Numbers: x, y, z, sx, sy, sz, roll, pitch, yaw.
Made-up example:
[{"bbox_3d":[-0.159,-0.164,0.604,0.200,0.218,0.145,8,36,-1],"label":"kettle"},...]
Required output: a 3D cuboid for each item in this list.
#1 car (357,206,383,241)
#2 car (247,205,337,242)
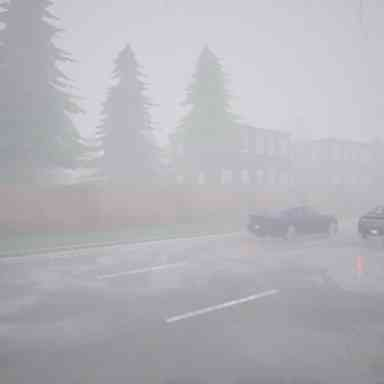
[{"bbox_3d":[9.112,1.316,14.387,4.902,1.511,2.128,-1,0,-35],"label":"car"},{"bbox_3d":[4.824,1.333,15.663,5.008,1.535,1.882,-1,0,-35],"label":"car"}]
